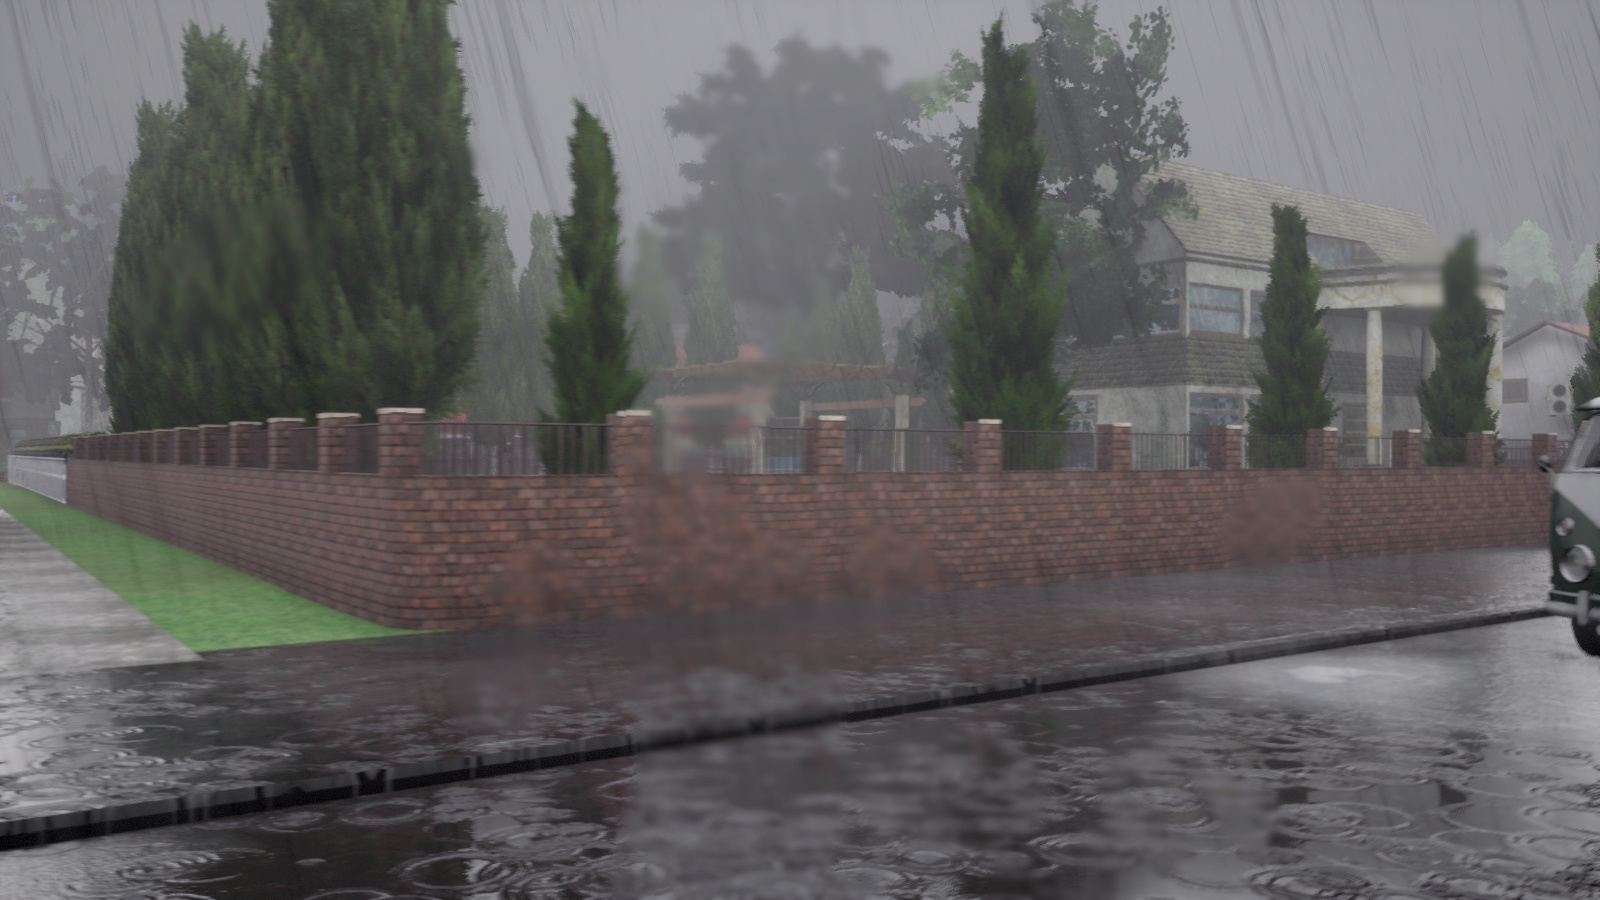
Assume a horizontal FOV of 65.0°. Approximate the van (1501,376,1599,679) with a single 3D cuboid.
[{"bbox_3d":[7.222,0.505,9.296,4.442,1.987,1.775,0,0,-35],"label":"van"}]
